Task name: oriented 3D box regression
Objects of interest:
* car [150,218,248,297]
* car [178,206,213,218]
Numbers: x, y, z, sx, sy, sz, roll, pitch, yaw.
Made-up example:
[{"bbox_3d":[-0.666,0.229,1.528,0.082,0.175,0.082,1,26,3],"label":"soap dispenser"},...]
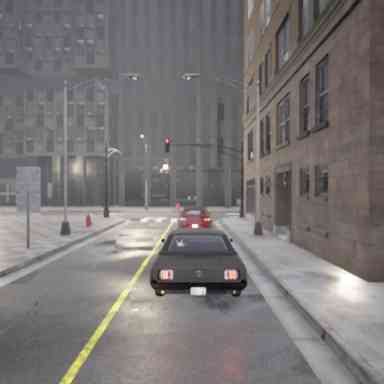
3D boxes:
[{"bbox_3d":[0.127,1.581,8.505,1.895,1.301,4.718,0,0,0],"label":"car"},{"bbox_3d":[0.185,1.483,18.514,1.812,1.442,4.674,0,0,1],"label":"car"}]
